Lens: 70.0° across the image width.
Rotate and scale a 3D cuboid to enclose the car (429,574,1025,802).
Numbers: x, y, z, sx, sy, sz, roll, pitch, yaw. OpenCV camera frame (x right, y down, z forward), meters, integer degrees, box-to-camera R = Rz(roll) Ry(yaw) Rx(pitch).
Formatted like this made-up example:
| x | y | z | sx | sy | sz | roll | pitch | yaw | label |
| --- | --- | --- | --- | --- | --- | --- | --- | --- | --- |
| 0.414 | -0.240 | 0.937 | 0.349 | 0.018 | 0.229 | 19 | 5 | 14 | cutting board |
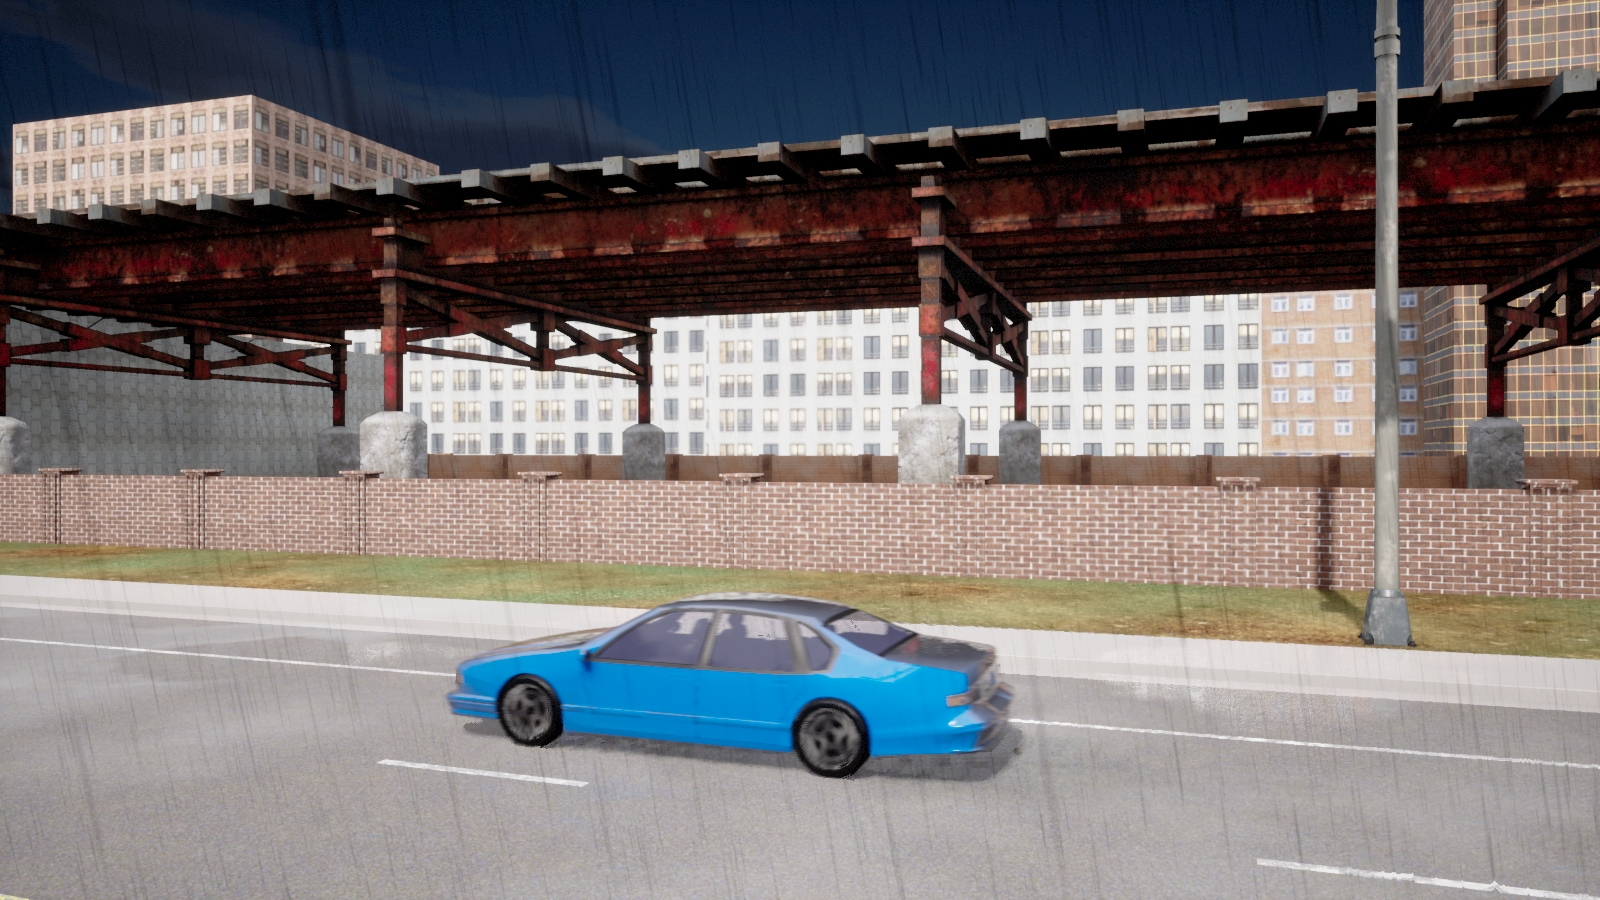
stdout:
| x | y | z | sx | sy | sz | roll | pitch | yaw | label |
| --- | --- | --- | --- | --- | --- | --- | --- | --- | --- |
| -0.691 | 2.106 | 10.996 | 5.357 | 1.411 | 2.033 | 0 | 0 | 20 | car |
